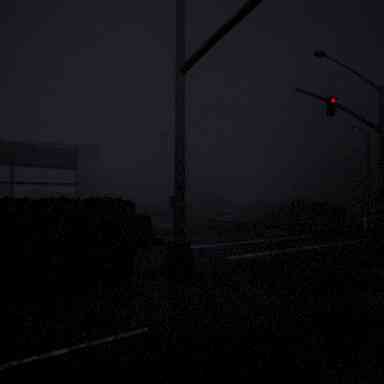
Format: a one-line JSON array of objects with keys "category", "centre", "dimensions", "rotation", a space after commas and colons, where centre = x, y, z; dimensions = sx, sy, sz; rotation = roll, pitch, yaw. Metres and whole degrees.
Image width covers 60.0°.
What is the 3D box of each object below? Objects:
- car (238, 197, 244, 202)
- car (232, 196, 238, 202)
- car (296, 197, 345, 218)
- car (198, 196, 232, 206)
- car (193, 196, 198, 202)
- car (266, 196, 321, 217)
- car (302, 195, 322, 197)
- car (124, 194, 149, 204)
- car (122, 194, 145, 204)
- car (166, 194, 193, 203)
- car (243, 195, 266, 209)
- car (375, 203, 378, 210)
[{"category": "car", "centre": [13.226, 1.483, 72.588], "dimensions": [5.027, 1.636, 2.152], "rotation": [0, 0, -35]}, {"category": "car", "centre": [9.283, 1.561, 77.661], "dimensions": [3.806, 1.475, 1.970], "rotation": [0, 0, -35]}, {"category": "car", "centre": [11.767, 1.506, 29.722], "dimensions": [4.514, 1.523, 2.007], "rotation": [0, 0, -35]}, {"category": "car", "centre": [3.735, 1.515, 54.582], "dimensions": [4.514, 1.523, 2.007], "rotation": [0, 0, -35]}, {"category": "car", "centre": [1.407, 1.583, 76.624], "dimensions": [4.514, 1.523, 2.007], "rotation": [0, 0, -35]}, {"category": "car", "centre": [9.926, 1.497, 32.263], "dimensions": [5.027, 1.636, 2.152], "rotation": [0, 0, -35]}, {"category": "car", "centre": [22.561, 1.427, 59.958], "dimensions": [4.605, 1.855, 1.932], "rotation": [0, 0, -35]}, {"category": "car", "centre": [-9.747, 1.531, 60.308], "dimensions": [3.806, 1.475, 1.970], "rotation": [0, 0, -35]}, {"category": "car", "centre": [-11.150, 1.251, 63.384], "dimensions": [3.866, 1.878, 1.905], "rotation": [0, 0, -35]}, {"category": "car", "centre": [-2.819, 1.320, 65.199], "dimensions": [4.605, 1.855, 1.932], "rotation": [0, 0, -35]}, {"category": "car", "centre": [9.427, 1.535, 46.368], "dimensions": [3.633, 1.501, 1.845], "rotation": [0, 0, -35]}, {"category": "car", "centre": [25.307, 1.666, 42.838], "dimensions": [3.806, 1.475, 1.970], "rotation": [0, 0, -35]}]
